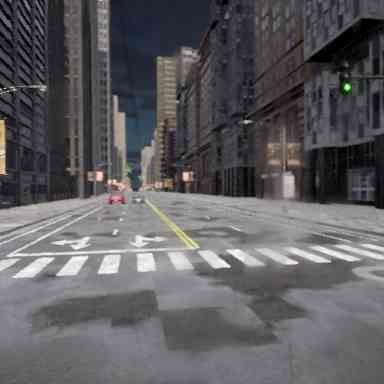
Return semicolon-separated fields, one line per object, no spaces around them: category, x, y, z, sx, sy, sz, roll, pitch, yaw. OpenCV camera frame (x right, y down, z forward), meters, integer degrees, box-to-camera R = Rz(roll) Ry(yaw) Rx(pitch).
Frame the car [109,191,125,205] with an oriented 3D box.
car;-11.568;0.830;51.311;2.150;2.045;5.566;-1;1;-10

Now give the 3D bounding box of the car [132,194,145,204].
car;-8.368;1.066;51.898;2.128;1.511;4.902;-1;1;-10
